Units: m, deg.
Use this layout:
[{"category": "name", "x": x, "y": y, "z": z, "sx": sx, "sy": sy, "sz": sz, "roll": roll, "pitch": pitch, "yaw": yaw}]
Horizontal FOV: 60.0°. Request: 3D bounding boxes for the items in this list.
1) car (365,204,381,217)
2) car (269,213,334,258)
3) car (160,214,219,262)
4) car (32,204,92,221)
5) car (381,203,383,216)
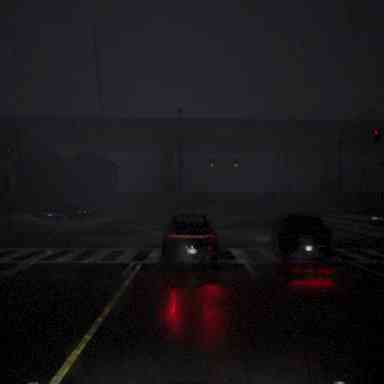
[{"category": "car", "x": 20.342, "y": 1.684, "z": 33.974, "sx": 5.008, "sy": 1.535, "sz": 1.882, "roll": 0, "pitch": 0, "yaw": 0}, {"category": "car", "x": 4.247, "y": 1.587, "z": 13.286, "sx": 1.837, "sy": 1.490, "sz": 4.892, "roll": -1, "pitch": 0, "yaw": 10}, {"category": "car", "x": -0.147, "y": 1.567, "z": 12.350, "sx": 2.128, "sy": 1.511, "sz": 4.902, "roll": 0, "pitch": 0, "yaw": -3}, {"category": "car", "x": -11.247, "y": 1.721, "z": 28.794, "sx": 5.357, "sy": 1.411, "sz": 2.033, "roll": 0, "pitch": 0, "yaw": 24}, {"category": "car", "x": 20.490, "y": 1.687, "z": 30.474, "sx": 4.892, "sy": 1.490, "sz": 1.837, "roll": -1, "pitch": 0, "yaw": 0}]
